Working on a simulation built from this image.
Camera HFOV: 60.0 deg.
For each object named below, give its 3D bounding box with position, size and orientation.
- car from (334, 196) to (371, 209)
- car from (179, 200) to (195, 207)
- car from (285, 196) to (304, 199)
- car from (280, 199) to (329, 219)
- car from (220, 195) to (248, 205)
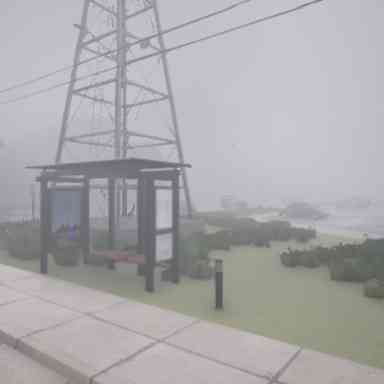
[{"bbox_3d":[22.462,1.430,46.670,4.605,1.855,1.932,0,0,36],"label":"car"},{"bbox_3d":[-1.651,1.546,34.843,4.193,1.474,1.816,0,0,36],"label":"car"},{"bbox_3d":[19.873,1.617,65.785,4.611,1.667,2.242,0,0,36],"label":"car"},{"bbox_3d":[9.494,1.583,28.307,3.905,1.438,1.784,0,0,36],"label":"car"},{"bbox_3d":[5.753,1.387,46.125,3.866,1.878,1.905,0,0,36],"label":"car"}]
